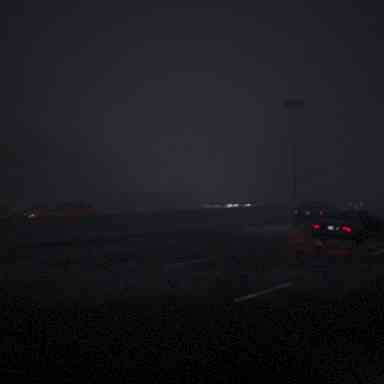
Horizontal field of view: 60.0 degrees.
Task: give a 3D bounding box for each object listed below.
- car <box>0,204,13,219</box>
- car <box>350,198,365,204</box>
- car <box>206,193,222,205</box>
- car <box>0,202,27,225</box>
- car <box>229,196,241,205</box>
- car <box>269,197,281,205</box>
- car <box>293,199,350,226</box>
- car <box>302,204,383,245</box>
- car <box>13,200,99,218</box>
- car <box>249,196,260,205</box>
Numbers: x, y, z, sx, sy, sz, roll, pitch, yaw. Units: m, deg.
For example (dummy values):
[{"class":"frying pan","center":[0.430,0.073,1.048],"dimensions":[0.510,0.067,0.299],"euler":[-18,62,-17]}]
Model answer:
[{"class":"car","center":[-10.713,1.572,22.590],"dimensions":[4.674,1.442,1.812],"euler":[0,0,-41]},{"class":"car","center":[18.414,1.438,37.453],"dimensions":[1.812,1.442,4.674],"euler":[0,0,26]},{"class":"car","center":[4.039,1.195,59.386],"dimensions":[2.150,2.045,5.566],"euler":[0,0,13]},{"class":"car","center":[-14.769,1.542,23.759],"dimensions":[5.008,1.535,1.882],"euler":[0,0,-39]},{"class":"car","center":[7.735,1.449,59.923],"dimensions":[2.128,1.511,4.902],"euler":[0,0,13]},{"class":"car","center":[14.144,1.492,56.607],"dimensions":[1.994,1.385,4.181],"euler":[0,0,14]},{"class":"car","center":[8.485,1.311,22.050],"dimensions":[2.097,1.767,4.553],"euler":[0,0,41]},{"class":"car","center":[7.408,1.513,15.421],"dimensions":[2.033,1.411,5.357],"euler":[0,0,44]},{"class":"car","center":[-8.014,1.387,20.343],"dimensions":[4.553,1.767,2.097],"euler":[0,0,-41]},{"class":"car","center":[11.148,1.468,59.092],"dimensions":[1.812,1.442,4.674],"euler":[0,0,13]}]
